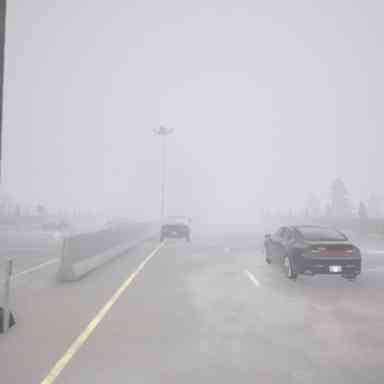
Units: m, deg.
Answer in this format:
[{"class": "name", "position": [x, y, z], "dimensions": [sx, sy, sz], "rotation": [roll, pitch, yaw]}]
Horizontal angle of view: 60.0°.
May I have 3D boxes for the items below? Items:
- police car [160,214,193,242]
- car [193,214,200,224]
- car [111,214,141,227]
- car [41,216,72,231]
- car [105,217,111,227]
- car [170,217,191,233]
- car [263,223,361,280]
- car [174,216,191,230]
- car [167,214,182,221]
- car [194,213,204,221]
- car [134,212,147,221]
[{"class": "police car", "position": [-1.056, 2.420, 22.595], "dimensions": [1.930, 1.638, 5.238], "rotation": [0, -4, 0]}, {"class": "car", "position": [0.002, 4.721, 55.978], "dimensions": [1.895, 1.301, 4.718], "rotation": [0, -4, 2]}, {"class": "car", "position": [-7.100, 3.390, 36.271], "dimensions": [1.812, 1.442, 4.674], "rotation": [0, -4, 0]}, {"class": "car", "position": [-14.102, 3.302, 34.889], "dimensions": [1.812, 1.442, 4.674], "rotation": [0, -4, 0]}, {"class": "car", "position": [-10.594, 4.067, 46.558], "dimensions": [2.033, 1.411, 5.357], "rotation": [0, -4, 0]}, {"class": "car", "position": [-1.059, 3.149, 32.459], "dimensions": [1.812, 1.442, 4.674], "rotation": [0, -4, 0]}, {"class": "car", "position": [3.597, 1.785, 10.762], "dimensions": [1.837, 1.490, 4.892], "rotation": [0, -3, 0]}, {"class": "car", "position": [-1.061, 3.530, 38.448], "dimensions": [1.812, 1.442, 4.674], "rotation": [0, -4, 0]}, {"class": "car", "position": [-4.109, 5.915, 78.099], "dimensions": [2.128, 1.511, 4.902], "rotation": [-1, -4, 13]}, {"class": "car", "position": [1.338, 5.233, 70.176], "dimensions": [2.097, 1.767, 4.553], "rotation": [-1, -4, 11]}, {"class": "car", "position": [-11.960, 5.471, 74.982], "dimensions": [2.150, 2.045, 5.566], "rotation": [-1, -4, 11]}]
